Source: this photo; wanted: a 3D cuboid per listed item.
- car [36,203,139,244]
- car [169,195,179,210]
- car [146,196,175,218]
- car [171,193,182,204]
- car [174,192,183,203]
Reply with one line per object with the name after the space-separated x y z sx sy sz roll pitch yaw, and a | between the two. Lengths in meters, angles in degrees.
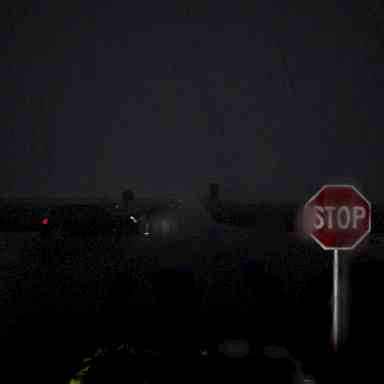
-4.880 1.328 15.891 4.553 1.767 2.097 0 0 -30 | car
-2.884 1.456 39.668 1.837 1.490 4.892 0 0 0 | car
-2.910 1.450 29.972 1.882 1.535 5.008 0 0 1 | car
-2.885 1.400 50.031 1.882 1.535 5.008 0 0 0 | car
-2.863 1.112 60.523 2.150 2.045 5.566 0 0 0 | car
